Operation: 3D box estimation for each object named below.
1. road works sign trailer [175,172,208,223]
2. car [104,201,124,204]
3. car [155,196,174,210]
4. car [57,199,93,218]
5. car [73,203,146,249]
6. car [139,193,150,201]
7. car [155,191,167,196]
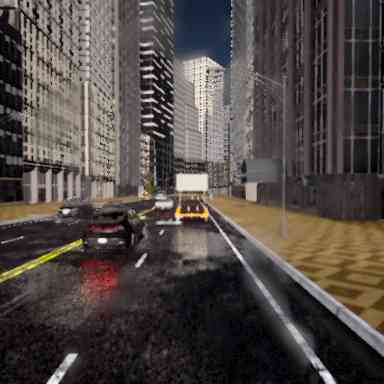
[{"bbox_3d":[0.004,0.349,24.474,2.380,3.560,2.880,0,0,1],"label":"road works sign trailer"},{"bbox_3d":[-6.589,1.429,28.446,1.994,1.385,4.181,0,0,0],"label":"car"},{"bbox_3d":[-3.155,1.417,39.068,1.895,1.301,4.718,0,0,0],"label":"car"},{"bbox_3d":[-9.839,1.358,28.386,2.128,1.511,4.902,0,0,0],"label":"car"},{"bbox_3d":[-3.150,1.438,14.099,1.837,1.490,4.892,0,0,0],"label":"car"},{"bbox_3d":[-9.757,1.014,68.588,1.882,1.535,5.008,0,0,0],"label":"car"},{"bbox_3d":[-6.507,0.840,70.018,2.150,2.045,5.566,0,0,0],"label":"car"}]
